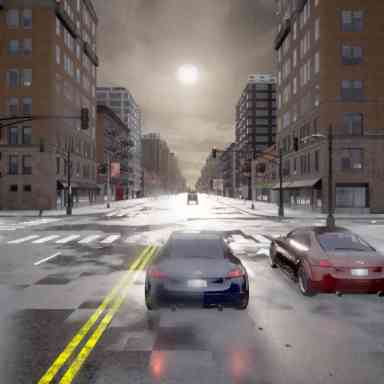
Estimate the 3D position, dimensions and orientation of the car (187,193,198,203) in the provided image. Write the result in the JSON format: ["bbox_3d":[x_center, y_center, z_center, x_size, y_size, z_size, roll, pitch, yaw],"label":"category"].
[{"bbox_3d":[0.109,1.212,67.478,2.150,2.045,5.566,0,0,0],"label":"car"}]

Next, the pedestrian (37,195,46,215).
[{"bbox_3d":[-14.138,1.170,31.123,0.375,1.860,0.375,0,0,0],"label":"pedestrian"}]

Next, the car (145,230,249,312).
[{"bbox_3d":[0.089,1.564,7.798,1.994,1.385,4.181,0,0,0],"label":"car"}]

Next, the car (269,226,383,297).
[{"bbox_3d":[3.339,1.564,8.616,1.994,1.385,4.181,0,0,0],"label":"car"}]
